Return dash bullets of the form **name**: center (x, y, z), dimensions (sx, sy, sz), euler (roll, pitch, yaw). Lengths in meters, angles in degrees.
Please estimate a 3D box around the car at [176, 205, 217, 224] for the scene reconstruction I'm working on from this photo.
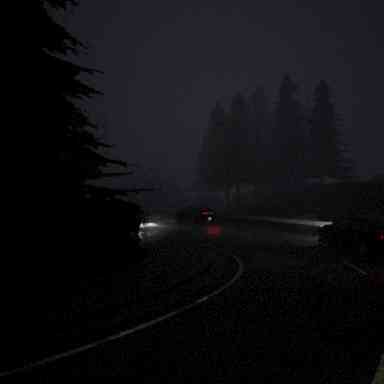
- **car**: center (0.296, 1.838, 27.849), dimensions (1.837, 1.490, 4.892), euler (0, -1, -26)

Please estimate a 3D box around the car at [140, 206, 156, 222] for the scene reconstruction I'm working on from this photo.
- **car**: center (-4.751, 1.948, 29.726), dimensions (1.994, 1.385, 4.181), euler (0, -1, -26)

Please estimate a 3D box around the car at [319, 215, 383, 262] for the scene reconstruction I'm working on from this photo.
- **car**: center (6.669, 1.598, 12.695), dimensions (1.882, 1.535, 5.008), euler (1, -1, -2)
